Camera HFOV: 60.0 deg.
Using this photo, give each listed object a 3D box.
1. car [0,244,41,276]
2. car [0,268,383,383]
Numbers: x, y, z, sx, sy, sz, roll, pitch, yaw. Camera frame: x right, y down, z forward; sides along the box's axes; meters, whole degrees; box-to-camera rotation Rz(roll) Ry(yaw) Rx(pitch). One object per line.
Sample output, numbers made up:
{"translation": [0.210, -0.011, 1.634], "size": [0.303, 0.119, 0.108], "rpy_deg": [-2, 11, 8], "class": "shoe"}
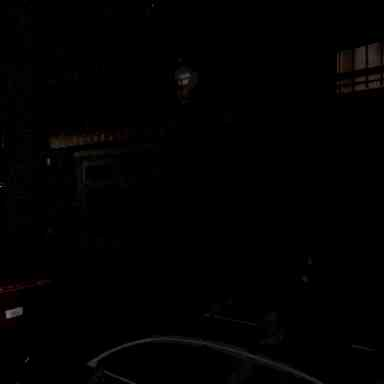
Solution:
{"translation": [-4.280, 1.544, 5.924], "size": [4.507, 1.381, 1.887], "rpy_deg": [0, 0, 35], "class": "car"}
{"translation": [0.331, 1.551, 2.638], "size": [4.403, 1.369, 2.008], "rpy_deg": [0, 0, 35], "class": "car"}
